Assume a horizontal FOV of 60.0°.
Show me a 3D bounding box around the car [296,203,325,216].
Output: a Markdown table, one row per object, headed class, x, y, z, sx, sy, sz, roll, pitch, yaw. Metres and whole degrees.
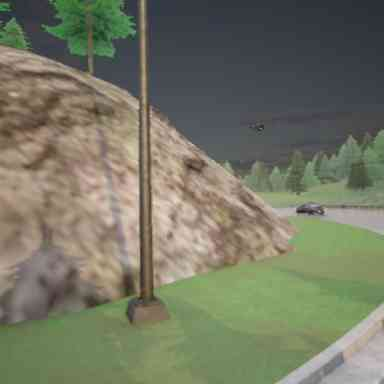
| class | x | y | z | sx | sy | sz | roll | pitch | yaw |
| --- | --- | --- | --- | --- | --- | --- | --- | --- | --- |
| car | 14.214 | 2.096 | 40.166 | 1.812 | 1.442 | 4.674 | 0 | -1 | -8 |
